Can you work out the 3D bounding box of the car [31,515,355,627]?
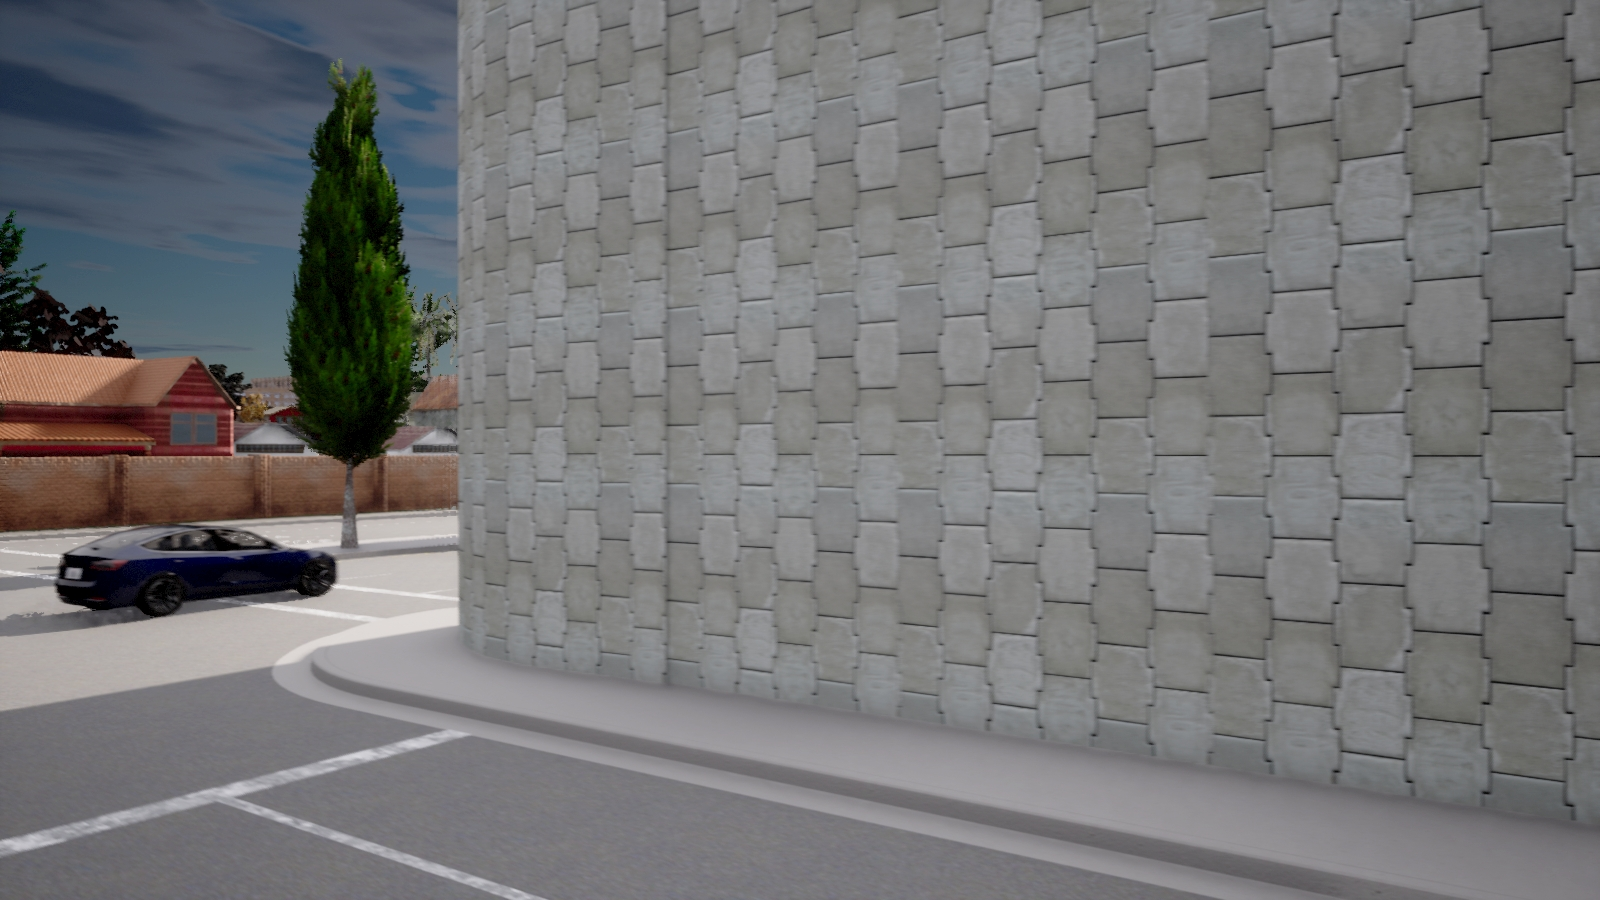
[{"bbox_3d":[-10.801,2.072,20.743,2.163,1.488,4.792,0,0,29],"label":"car"}]
